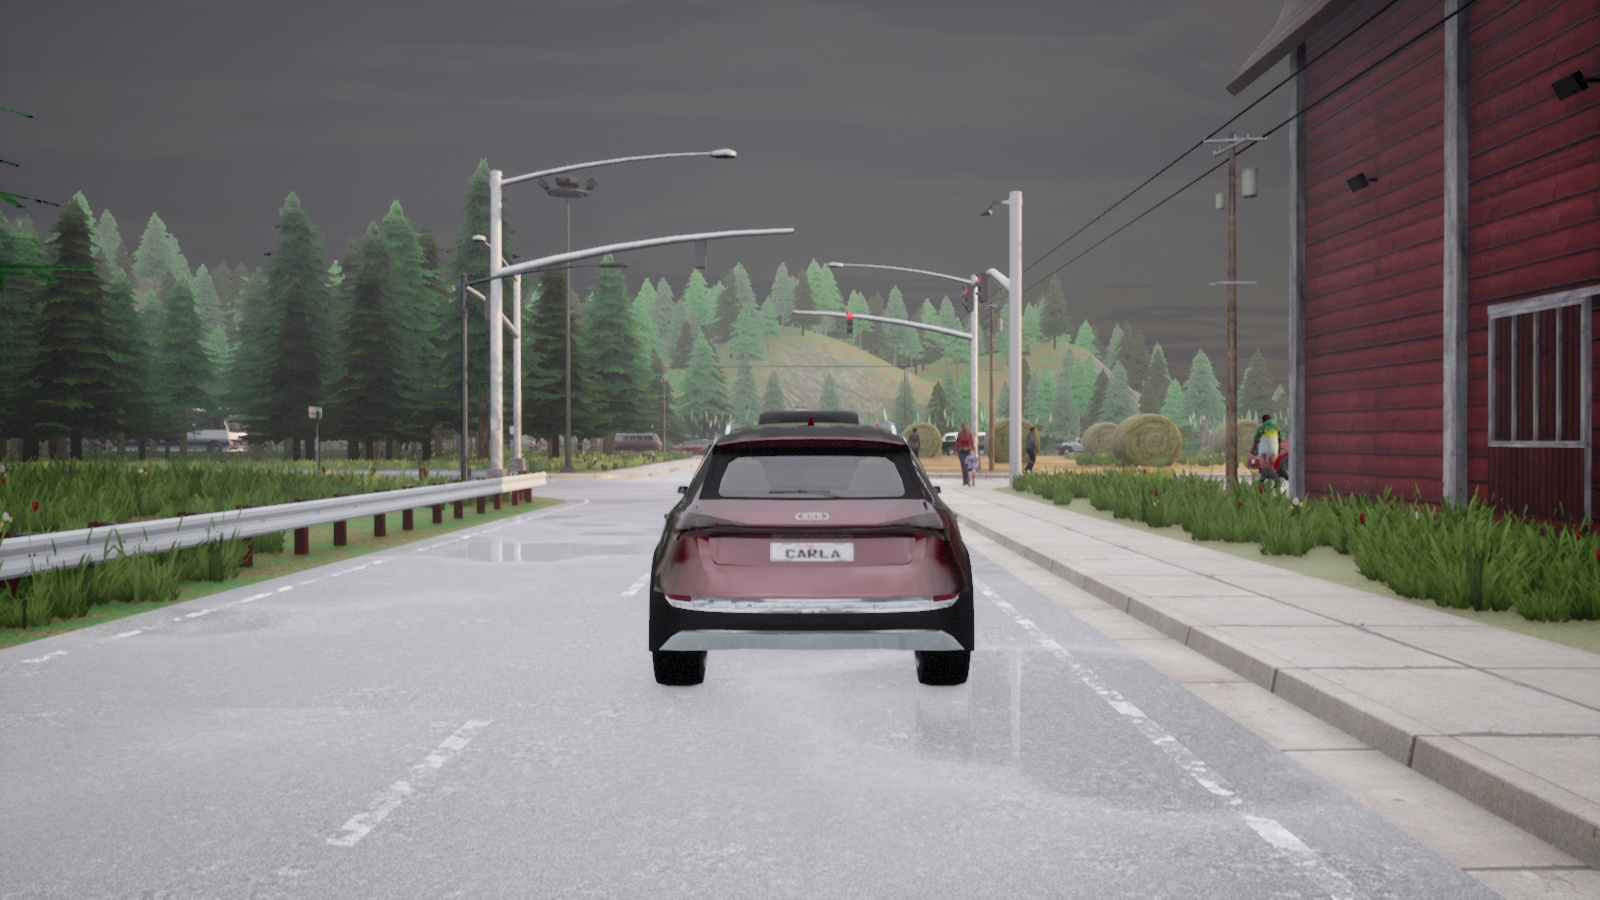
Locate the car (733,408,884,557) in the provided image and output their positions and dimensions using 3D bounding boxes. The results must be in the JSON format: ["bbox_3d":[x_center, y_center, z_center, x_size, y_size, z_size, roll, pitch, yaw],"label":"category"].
[{"bbox_3d":[0.119,0.391,17.752,1.905,1.878,3.866,0,0,0],"label":"car"}]

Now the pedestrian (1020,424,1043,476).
[{"bbox_3d":[8.617,-0.009,46.791,0.788,1.949,0.423,0,0,-1],"label":"pedestrian"}]

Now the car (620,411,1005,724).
[{"bbox_3d":[0.069,0.599,9.067,2.033,1.649,4.856,0,1,0],"label":"car"}]

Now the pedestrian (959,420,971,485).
[{"bbox_3d":[4.710,0.075,35.765,0.331,1.846,0.636,0,0,7],"label":"pedestrian"}]

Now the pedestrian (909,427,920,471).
[{"bbox_3d":[4.842,-0.049,52.948,0.328,1.805,0.869,0,1,14],"label":"pedestrian"}]

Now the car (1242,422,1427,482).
[{"bbox_3d":[18.698,0.074,44.089,5.566,2.045,2.150,0,0,-1],"label":"car"}]

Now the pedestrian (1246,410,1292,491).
[{"bbox_3d":[11.410,0.007,30.580,0.659,1.952,0.873,0,1,-16],"label":"pedestrian"}]

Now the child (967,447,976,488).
[{"bbox_3d":[4.724,0.473,34.583,0.255,1.110,0.394,0,0,7],"label":"child"}]
